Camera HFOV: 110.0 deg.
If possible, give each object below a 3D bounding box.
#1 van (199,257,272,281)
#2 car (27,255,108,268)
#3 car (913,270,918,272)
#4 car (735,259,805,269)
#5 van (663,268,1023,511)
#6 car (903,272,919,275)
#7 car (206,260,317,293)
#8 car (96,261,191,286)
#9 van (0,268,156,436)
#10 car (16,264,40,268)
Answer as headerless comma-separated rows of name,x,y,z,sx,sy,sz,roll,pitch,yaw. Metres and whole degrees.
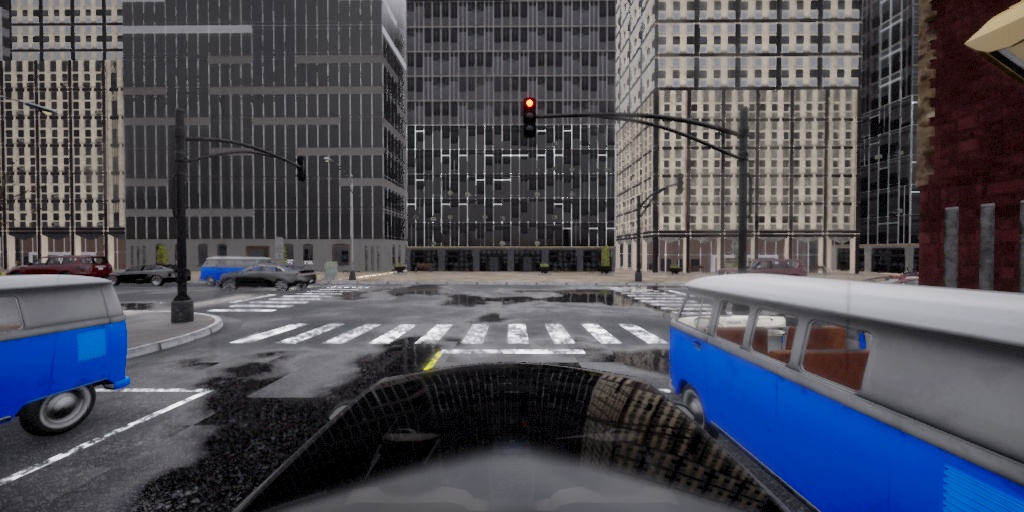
van,-17.096,0.950,22.374,3.998,1.789,1.690,0,0,1
car,-28.141,0.873,22.473,5.009,1.841,2.192,0,0,1
car,22.690,1.413,19.415,4.181,1.385,1.994,0,1,1
car,15.292,1.087,22.083,5.009,1.841,2.192,0,0,1
van,2.691,1.090,2.782,1.690,1.789,3.998,0,0,0
car,15.216,1.436,13.704,4.507,1.381,1.888,0,0,1
car,-13.356,1.155,19.675,4.902,1.511,2.128,0,1,4
car,-22.618,1.149,22.423,4.313,1.339,1.948,0,0,1
van,-5.690,1.090,2.836,1.690,1.789,3.998,0,0,0
car,-25.419,1.216,16.648,4.181,1.385,1.994,0,1,1
